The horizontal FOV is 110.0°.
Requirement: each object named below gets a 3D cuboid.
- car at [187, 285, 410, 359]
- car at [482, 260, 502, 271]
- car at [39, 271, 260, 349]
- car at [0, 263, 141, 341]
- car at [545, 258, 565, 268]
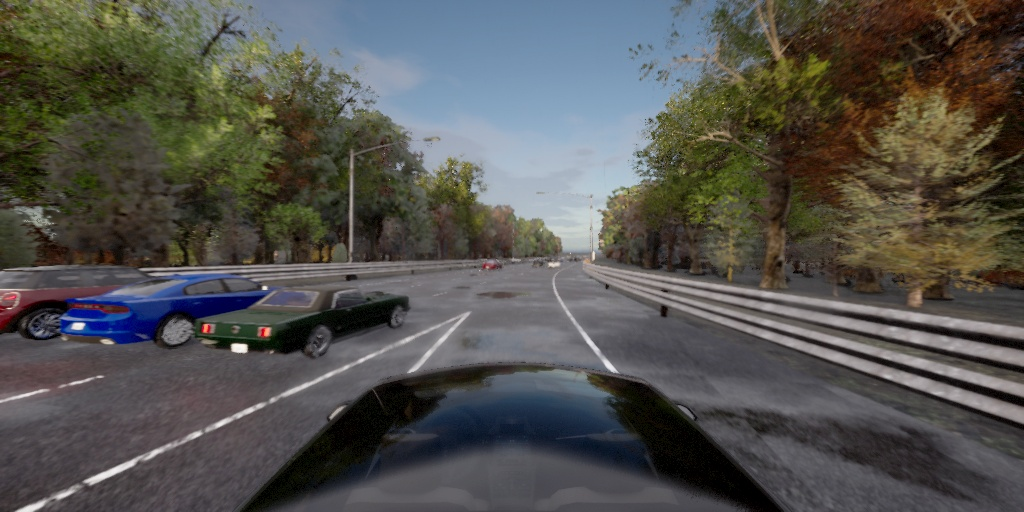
[{"bbox_3d":[-4.300,1.339,8.472,1.895,1.301,4.718,0,0,13],"label":"car"},{"bbox_3d":[-2.622,1.257,48.119,1.812,1.442,4.674,1,0,13],"label":"car"},{"bbox_3d":[-7.712,1.189,9.234,1.882,1.535,5.008,0,0,13],"label":"car"},{"bbox_3d":[-11.147,1.033,9.906,2.097,1.767,4.553,0,0,13],"label":"car"},{"bbox_3d":[7.300,1.397,60.449,1.895,1.301,4.718,0,0,13],"label":"car"}]
